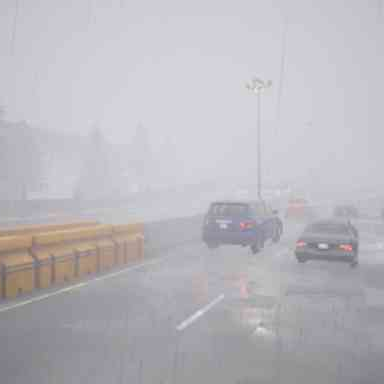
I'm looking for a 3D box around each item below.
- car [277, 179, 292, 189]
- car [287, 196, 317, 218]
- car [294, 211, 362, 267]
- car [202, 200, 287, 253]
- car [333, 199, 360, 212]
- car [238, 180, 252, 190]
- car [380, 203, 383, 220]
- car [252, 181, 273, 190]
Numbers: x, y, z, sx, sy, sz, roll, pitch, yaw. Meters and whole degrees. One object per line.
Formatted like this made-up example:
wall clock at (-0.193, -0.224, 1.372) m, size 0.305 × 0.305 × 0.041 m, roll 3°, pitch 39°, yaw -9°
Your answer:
car at (16.205, -1.378, 58.126) m, size 1.882 × 1.535 × 5.008 m, roll 0°, pitch 6°, yaw 27°
car at (9.440, 1.184, 28.698) m, size 2.097 × 1.767 × 4.553 m, roll 0°, pitch 3°, yaw 27°
car at (4.978, 1.650, 11.981) m, size 2.033 × 1.411 × 5.357 m, roll 0°, pitch 0°, yaw 27°
car at (2.373, 1.344, 14.576) m, size 2.150 × 2.045 × 5.566 m, roll 0°, pitch 0°, yaw 27°
car at (12.864, 1.317, 27.704) m, size 1.812 × 1.442 × 4.674 m, roll 0°, pitch 3°, yaw 27°
car at (9.859, -1.322, 61.074) m, size 2.128 × 1.511 × 4.902 m, roll 0°, pitch 6°, yaw 27°
car at (15.794, 1.369, 25.751) m, size 1.994 × 1.385 × 4.181 m, roll 0°, pitch 3°, yaw 27°
car at (12.984, -1.274, 59.488) m, size 2.033 × 1.411 × 5.357 m, roll 0°, pitch 6°, yaw 27°
